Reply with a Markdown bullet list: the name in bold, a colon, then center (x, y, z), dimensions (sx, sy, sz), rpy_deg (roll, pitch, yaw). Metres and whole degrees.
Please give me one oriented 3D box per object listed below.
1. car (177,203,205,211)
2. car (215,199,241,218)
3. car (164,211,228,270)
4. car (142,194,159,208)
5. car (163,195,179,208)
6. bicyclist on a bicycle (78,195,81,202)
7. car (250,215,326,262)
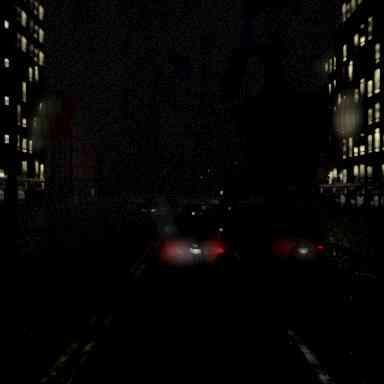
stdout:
- **car**: center (0.094, 1.659, 27.466), dimensions (2.033, 1.411, 5.357), rpy_deg (0, 0, 0)
- **car**: center (3.343, 1.479, 31.787), dimensions (2.097, 1.767, 4.553), rpy_deg (0, 0, 0)
- **car**: center (0.095, 1.597, 11.132), dimensions (2.033, 1.411, 5.357), rpy_deg (0, 0, 0)
- **car**: center (-6.518, 1.413, 52.446), dimensions (2.150, 2.045, 5.566), rpy_deg (0, 0, 0)
- **car**: center (-3.269, 1.413, 52.315), dimensions (2.150, 2.045, 5.566), rpy_deg (0, 0, 0)
- **bicyclist on a bicycle**: center (-24.721, 1.377, 72.896), dimensions (0.582, 1.620, 1.656), rpy_deg (0, 1, 1)
- **car**: center (3.346, 1.579, 12.274), dimensions (1.812, 1.442, 4.674), rpy_deg (0, 0, 0)
